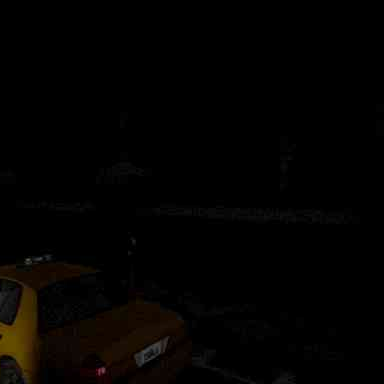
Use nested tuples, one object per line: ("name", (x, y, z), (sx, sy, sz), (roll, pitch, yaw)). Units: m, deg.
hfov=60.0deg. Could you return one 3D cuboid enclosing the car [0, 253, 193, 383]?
("car", (-2.271, 1.525, 4.578), (4.829, 1.417, 1.752), (0, 0, 35))
